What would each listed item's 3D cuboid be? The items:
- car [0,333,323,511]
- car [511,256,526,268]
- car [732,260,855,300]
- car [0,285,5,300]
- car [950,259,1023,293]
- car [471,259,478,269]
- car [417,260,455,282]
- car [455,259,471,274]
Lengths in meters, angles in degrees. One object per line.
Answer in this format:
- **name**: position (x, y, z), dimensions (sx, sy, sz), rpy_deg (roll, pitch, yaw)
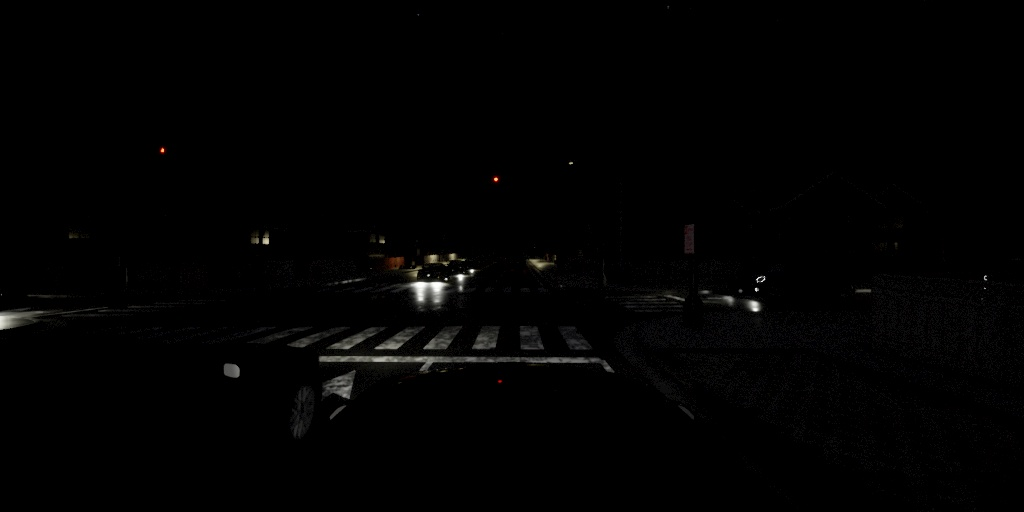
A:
- **car**: position (-3.153, 1.227, 2.192), dimensions (1.882, 1.535, 5.008), rpy_deg (0, 0, 1)
- **car**: position (0.963, 0.816, 51.882), dimensions (2.097, 1.767, 4.553), rpy_deg (0, 1, 1)
- **car**: position (12.647, 0.992, 16.349), dimensions (4.553, 1.767, 2.097), rpy_deg (0, 0, -1)
- **car**: position (-23.178, 1.139, 13.752), dimensions (5.566, 2.045, 2.150), rpy_deg (0, 0, 4)
- **car**: position (22.720, 0.912, 16.451), dimensions (4.553, 1.767, 2.097), rpy_deg (0, 0, 0)
- **car**: position (-5.767, 1.054, 49.419), dimensions (2.033, 1.411, 5.357), rpy_deg (0, 1, 2)
- **car**: position (-6.137, 1.247, 28.484), dimensions (1.994, 1.385, 4.181), rpy_deg (0, 0, 1)
- **car**: position (-5.964, 1.160, 38.776), dimensions (1.812, 1.442, 4.674), rpy_deg (0, 0, 1)
